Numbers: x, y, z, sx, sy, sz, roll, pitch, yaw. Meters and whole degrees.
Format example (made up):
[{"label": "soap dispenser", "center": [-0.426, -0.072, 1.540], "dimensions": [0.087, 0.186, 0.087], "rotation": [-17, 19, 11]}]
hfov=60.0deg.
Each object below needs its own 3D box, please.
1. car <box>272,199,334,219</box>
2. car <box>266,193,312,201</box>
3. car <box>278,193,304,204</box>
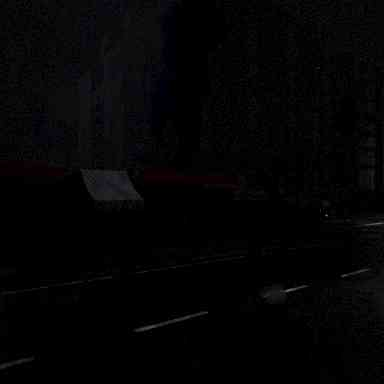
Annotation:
[{"label": "car", "center": [9.358, 1.545, 28.066], "dimensions": [1.895, 1.301, 4.718], "rotation": [0, 0, -36]}, {"label": "car", "center": [9.394, 1.296, 33.988], "dimensions": [2.097, 1.767, 4.553], "rotation": [0, 0, -36]}, {"label": "car", "center": [17.141, 1.113, 57.714], "dimensions": [1.905, 1.878, 3.866], "rotation": [0, 0, -36]}]
